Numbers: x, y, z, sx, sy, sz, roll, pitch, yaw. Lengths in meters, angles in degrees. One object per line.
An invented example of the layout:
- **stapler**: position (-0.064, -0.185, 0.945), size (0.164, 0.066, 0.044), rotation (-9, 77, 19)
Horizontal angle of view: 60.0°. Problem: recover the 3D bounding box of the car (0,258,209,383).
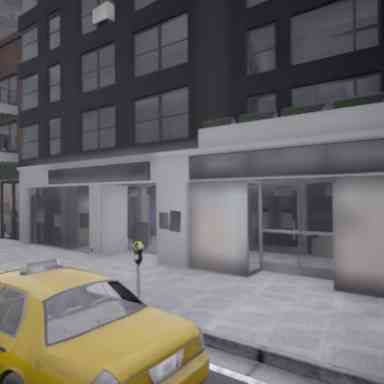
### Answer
- **car**: position (-2.106, 1.564, 4.351), size (4.829, 1.417, 1.752), rotation (-1, -1, 36)
